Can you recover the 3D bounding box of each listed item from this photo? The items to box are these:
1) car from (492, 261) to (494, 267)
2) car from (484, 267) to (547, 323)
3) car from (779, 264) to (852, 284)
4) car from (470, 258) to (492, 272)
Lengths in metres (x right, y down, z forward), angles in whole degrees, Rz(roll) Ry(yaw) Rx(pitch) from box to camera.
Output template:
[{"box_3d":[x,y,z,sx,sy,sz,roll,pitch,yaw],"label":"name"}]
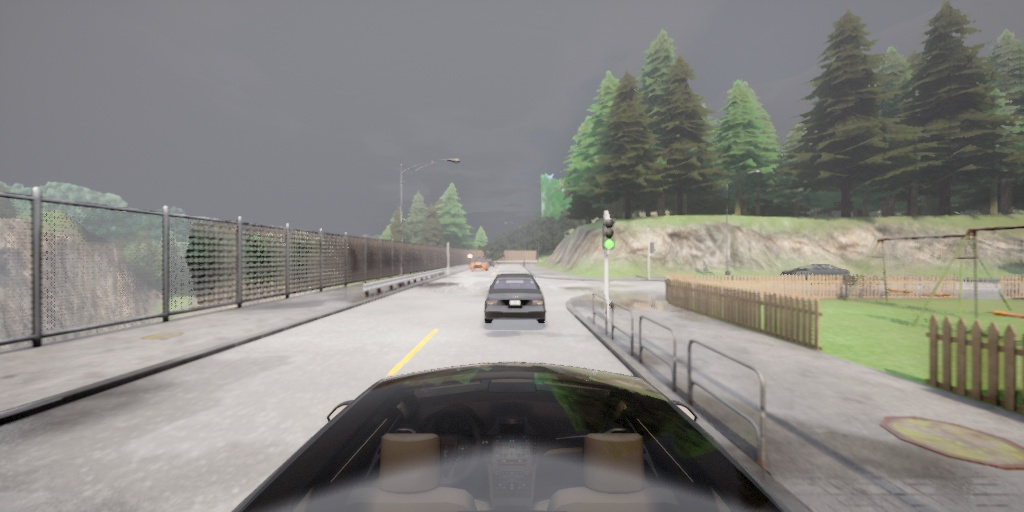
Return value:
[{"box_3d":[-4.039,1.170,61.718,2.033,1.411,5.357,0,0,1],"label":"car"},{"box_3d":[0.087,1.275,11.980,2.033,1.411,5.357,0,0,0],"label":"car"},{"box_3d":[21.730,1.263,25.825,4.181,1.385,1.994,0,0,0],"label":"car"},{"box_3d":[-4.093,1.010,45.285,2.097,1.767,4.553,0,0,0],"label":"car"}]
